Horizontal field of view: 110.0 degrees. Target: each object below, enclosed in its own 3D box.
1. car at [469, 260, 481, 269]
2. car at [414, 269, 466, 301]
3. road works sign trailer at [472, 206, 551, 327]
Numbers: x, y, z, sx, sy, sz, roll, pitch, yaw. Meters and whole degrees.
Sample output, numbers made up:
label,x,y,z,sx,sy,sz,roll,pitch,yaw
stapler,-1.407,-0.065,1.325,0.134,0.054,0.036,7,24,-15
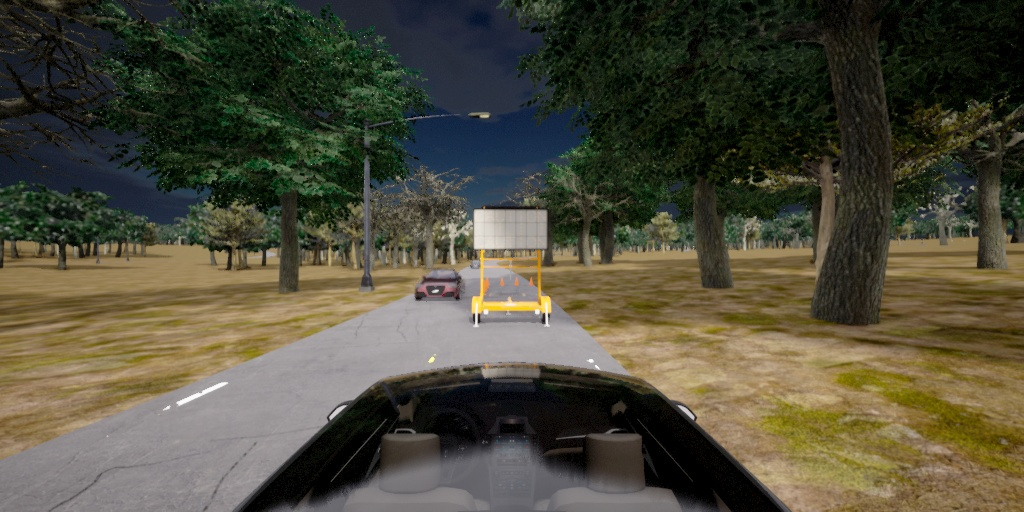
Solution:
label,x,y,z,sx,sy,sz,roll,pitch,yaw
car,-6.156,1.438,61.040,1.812,1.442,4.674,0,-1,-4
car,-3.344,1.324,17.369,1.994,1.385,4.181,0,0,-2
road works sign trailer,-0.046,0.220,11.523,2.380,3.560,2.880,0,0,-2
